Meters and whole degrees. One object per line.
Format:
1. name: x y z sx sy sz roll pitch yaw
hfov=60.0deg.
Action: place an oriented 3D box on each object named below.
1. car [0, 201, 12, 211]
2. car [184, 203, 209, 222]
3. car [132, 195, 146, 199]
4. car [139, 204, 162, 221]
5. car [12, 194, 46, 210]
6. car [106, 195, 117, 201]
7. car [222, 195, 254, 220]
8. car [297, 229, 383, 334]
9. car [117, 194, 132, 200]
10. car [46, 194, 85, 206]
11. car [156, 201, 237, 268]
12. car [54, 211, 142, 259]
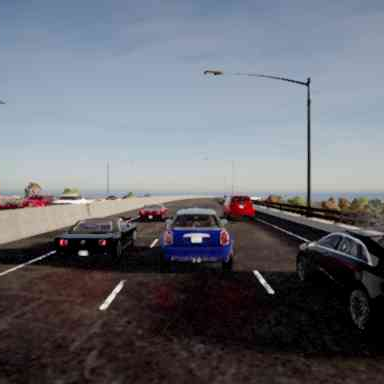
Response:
1. car: -20.629 1.651 37.533 1.895 1.301 4.718 0 0 1
2. car: 0.365 1.632 27.845 1.895 1.301 4.718 0 0 1
3. car: -12.087 1.533 79.025 2.033 1.411 5.357 0 0 3
4. car: -3.135 1.632 27.832 1.895 1.301 4.718 0 0 1
5. car: -17.139 1.271 37.099 2.150 2.045 5.566 0 0 1
6. car: -19.079 1.471 79.356 1.882 1.535 5.008 0 0 3
7. car: 3.878 1.255 28.428 2.150 2.045 5.566 0 0 1
8. car: 3.603 1.495 6.727 2.128 1.511 4.902 0 0 1
9. car: -15.581 1.349 79.221 2.097 1.767 4.553 0 0 3
10. car: -13.642 1.271 36.993 2.150 2.045 5.566 0 0 1
11. car: 0.151 1.356 11.392 2.097 1.767 4.553 0 0 1
12. car: -3.337 1.606 12.537 1.895 1.301 4.718 0 0 1
